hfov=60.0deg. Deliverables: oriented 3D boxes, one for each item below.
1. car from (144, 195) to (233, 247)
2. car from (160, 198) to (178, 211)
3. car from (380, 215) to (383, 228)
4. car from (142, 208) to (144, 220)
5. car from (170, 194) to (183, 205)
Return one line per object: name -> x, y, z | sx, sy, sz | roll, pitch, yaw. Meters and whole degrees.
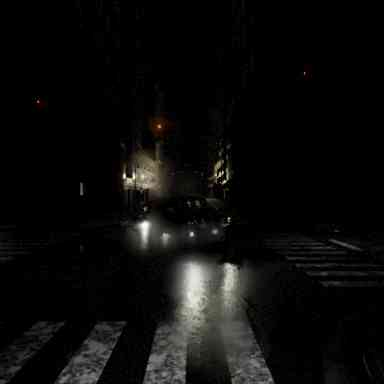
car -> -0.261, 1.215, 15.550 | 2.150, 2.045, 5.566 | 0, 0, -25
car -> -2.871, 1.546, 42.301 | 1.994, 1.385, 4.181 | 0, 0, 0
car -> 12.339, 1.282, 16.815 | 5.009, 1.841, 2.192 | 0, 0, 0
car -> -2.867, 1.345, 27.687 | 2.097, 1.767, 4.553 | 0, 0, 0
car -> -2.809, 1.314, 60.666 | 2.097, 1.767, 4.553 | 0, 0, 0
